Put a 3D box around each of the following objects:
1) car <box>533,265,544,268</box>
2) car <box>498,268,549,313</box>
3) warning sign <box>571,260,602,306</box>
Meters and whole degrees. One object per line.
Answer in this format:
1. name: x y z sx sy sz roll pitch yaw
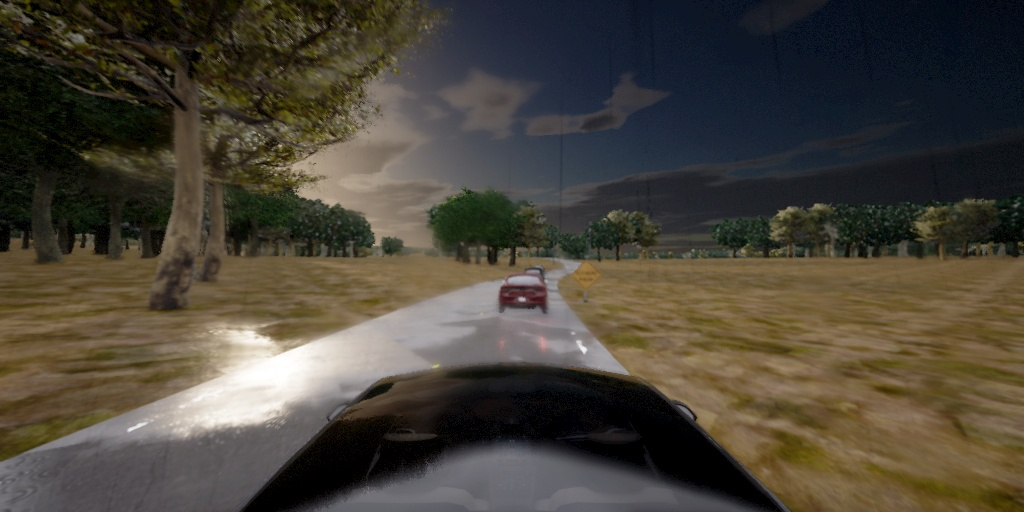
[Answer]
1. car: 1.763 1.734 28.954 1.837 1.490 4.892 0 -1 7
2. car: 0.552 1.448 15.278 1.882 1.535 5.008 0 -1 4
3. warning sign: 3.094 1.087 15.033 1.300 1.860 1.060 0 0 4
